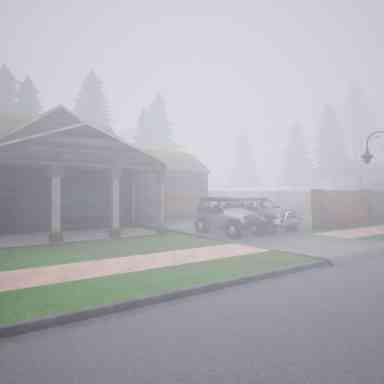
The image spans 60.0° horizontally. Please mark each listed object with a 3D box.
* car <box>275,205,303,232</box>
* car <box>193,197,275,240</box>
[{"bbox_3d":[3.549,1.174,17.931,1.932,1.855,4.605,0,0,-36],"label":"car"},{"bbox_3d":[1.740,1.176,16.142,1.905,1.878,3.866,0,0,-36],"label":"car"}]
